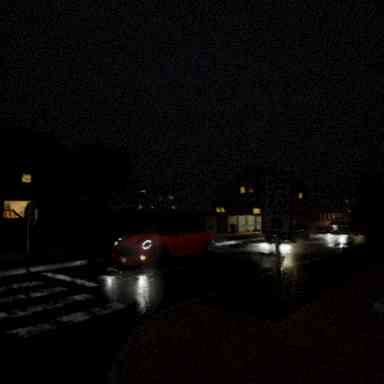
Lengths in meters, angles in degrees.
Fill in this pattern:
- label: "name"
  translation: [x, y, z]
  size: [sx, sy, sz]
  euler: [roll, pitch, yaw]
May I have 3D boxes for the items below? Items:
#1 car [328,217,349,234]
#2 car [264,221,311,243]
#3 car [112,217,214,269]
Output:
- label: "car"
  translation: [14.896, 3.215, 32.569]
  size: [2.128, 1.511, 4.902]
  euler: [-2, -4, 42]
- label: "car"
  translation: [6.678, 2.726, 23.118]
  size: [1.994, 1.385, 4.181]
  euler: [-2, -4, 40]
- label: "car"
  translation: [-1.051, 1.959, 13.711]
  size: [2.097, 1.767, 4.553]
  euler: [-2, -4, 38]
